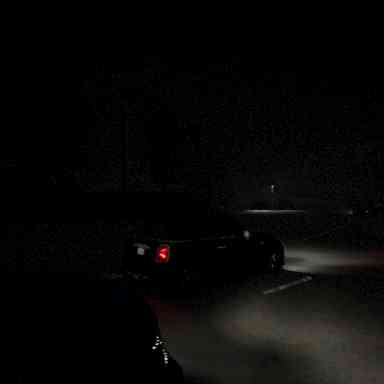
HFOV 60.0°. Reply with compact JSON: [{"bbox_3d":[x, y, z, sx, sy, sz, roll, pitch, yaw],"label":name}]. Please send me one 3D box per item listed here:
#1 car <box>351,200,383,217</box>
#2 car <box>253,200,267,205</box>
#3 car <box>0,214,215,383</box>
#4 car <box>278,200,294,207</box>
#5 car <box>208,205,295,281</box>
[{"bbox_3d":[17.070,1.595,33.060,2.128,1.511,4.902,-1,-1,21],"label":"car"},{"bbox_3d":[9.739,1.888,47.548,1.994,1.385,4.181,-1,-1,10],"label":"car"},{"bbox_3d":[-2.754,1.220,1.948,5.566,2.045,2.150,0,0,-34],"label":"car"},{"bbox_3d":[13.188,1.826,46.900,2.033,1.411,5.357,-1,-1,9],"label":"car"},{"bbox_3d":[0.463,1.363,8.860,4.553,1.767,2.097,0,0,-40],"label":"car"}]
